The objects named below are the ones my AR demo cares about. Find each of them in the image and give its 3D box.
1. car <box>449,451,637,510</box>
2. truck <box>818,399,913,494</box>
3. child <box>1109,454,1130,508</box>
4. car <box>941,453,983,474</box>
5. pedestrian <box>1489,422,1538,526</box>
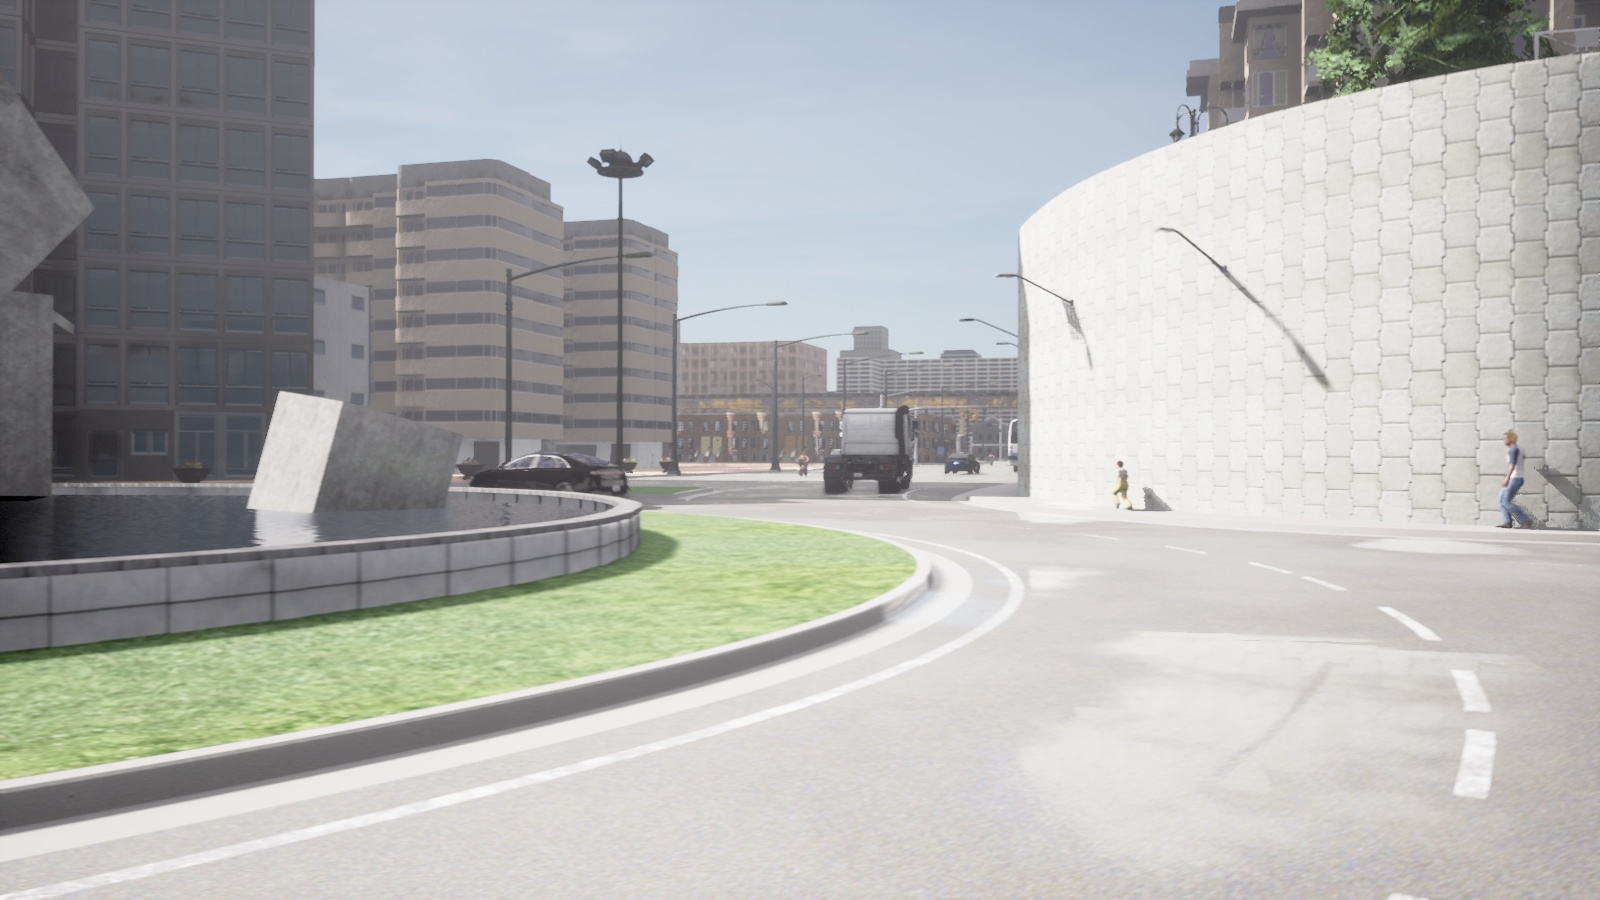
[{"bbox_3d":[-7.125,0.797,34.680,4.902,1.511,2.128,0,0,30],"label":"car"},{"bbox_3d":[2.744,-0.125,49.942,2.891,3.462,7.936,0,0,10],"label":"truck"},{"bbox_3d":[7.538,0.734,29.660,0.270,1.263,0.437,0,0,-22],"label":"child"},{"bbox_3d":[11.714,0.934,90.586,2.163,1.488,4.792,0,0,18],"label":"car"},{"bbox_3d":[12.743,0.427,22.433,0.706,1.836,0.354,0,0,40],"label":"pedestrian"}]
